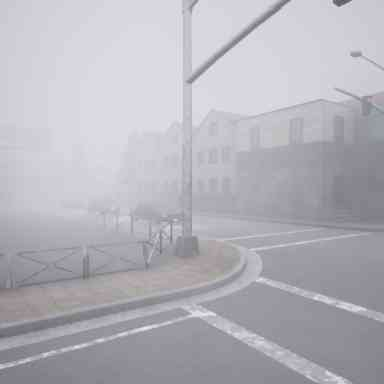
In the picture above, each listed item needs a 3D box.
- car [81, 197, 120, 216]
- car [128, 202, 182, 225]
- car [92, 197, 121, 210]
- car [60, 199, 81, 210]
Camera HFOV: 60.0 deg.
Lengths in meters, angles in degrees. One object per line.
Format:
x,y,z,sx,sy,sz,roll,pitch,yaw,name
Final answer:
-8.291,1.315,30.995,2.128,1.511,4.902,0,0,-35,car
-2.549,1.371,22.874,2.033,1.411,5.357,0,0,-35,car
-10.476,1.329,40.454,1.837,1.490,4.892,0,0,-35,car
-14.109,1.425,39.269,1.895,1.301,4.718,0,0,-35,car
